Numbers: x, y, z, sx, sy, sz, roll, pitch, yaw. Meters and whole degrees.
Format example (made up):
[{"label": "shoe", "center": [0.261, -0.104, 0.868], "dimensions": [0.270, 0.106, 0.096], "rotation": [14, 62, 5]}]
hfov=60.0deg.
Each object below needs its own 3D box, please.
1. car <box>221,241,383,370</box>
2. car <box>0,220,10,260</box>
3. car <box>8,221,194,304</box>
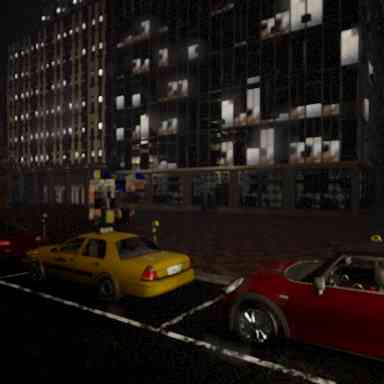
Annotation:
[{"label": "car", "center": [2.427, 1.445, 4.782], "dimensions": [4.097, 1.590, 1.967], "rotation": [0, 0, 35]}, {"label": "car", "center": [-6.661, 1.584, 11.074], "dimensions": [4.206, 1.307, 1.802], "rotation": [0, 0, 35]}, {"label": "car", "center": [-2.256, 1.529, 8.025], "dimensions": [4.829, 1.417, 1.752], "rotation": [0, 0, 35]}]
